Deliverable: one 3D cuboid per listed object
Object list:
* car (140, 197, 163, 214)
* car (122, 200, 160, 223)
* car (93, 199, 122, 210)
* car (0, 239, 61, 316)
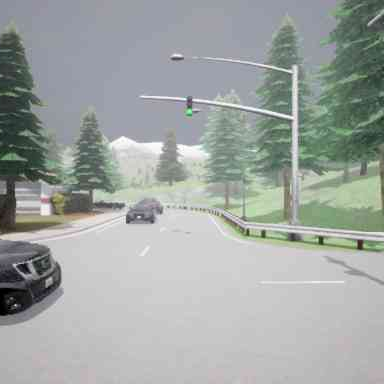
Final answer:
[{"bbox_3d":[-4.464,1.352,34.842,2.097,1.767,4.553,0,0,-19],"label":"car"},{"bbox_3d":[-3.728,1.564,25.044,1.994,1.385,4.181,0,0,-2],"label":"car"},{"bbox_3d":[-10.961,1.608,42.646,4.718,1.301,1.895,0,0,15],"label":"car"},{"bbox_3d":[-5.543,1.348,6.461,5.566,2.045,2.150,1,0,-1],"label":"car"}]
